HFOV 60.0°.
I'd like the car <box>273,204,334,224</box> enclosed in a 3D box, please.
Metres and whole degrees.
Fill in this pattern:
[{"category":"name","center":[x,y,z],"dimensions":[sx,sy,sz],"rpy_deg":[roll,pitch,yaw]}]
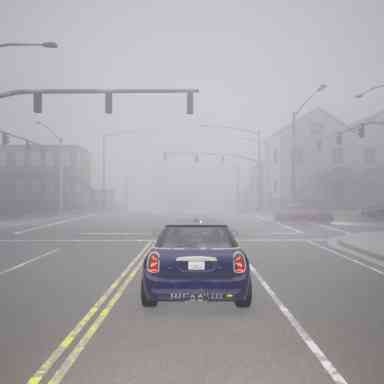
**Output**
[{"category":"car","center":[8.013,1.567,24.224],"dimensions":[4.181,1.385,1.994],"rpy_deg":[0,0,6]}]

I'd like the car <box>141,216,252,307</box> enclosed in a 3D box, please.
[{"category":"car","center":[0.095,1.352,8.141],"dimensions":[2.097,1.767,4.553],"rpy_deg":[0,0,0]}]

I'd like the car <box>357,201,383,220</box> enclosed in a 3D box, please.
[{"category":"car","center":[16.442,1.491,27.722],"dimensions":[4.902,1.511,2.128],"rpy_deg":[0,0,-1]}]
